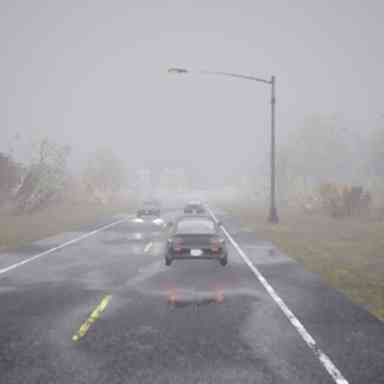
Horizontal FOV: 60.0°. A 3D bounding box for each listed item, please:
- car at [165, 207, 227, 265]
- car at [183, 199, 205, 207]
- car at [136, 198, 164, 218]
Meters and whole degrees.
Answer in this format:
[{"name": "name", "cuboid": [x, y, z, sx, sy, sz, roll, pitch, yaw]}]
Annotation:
[{"name": "car", "cuboid": [0.108, 1.455, 11.308, 1.812, 1.442, 4.674, 0, 0, 0]}, {"name": "car", "cuboid": [0.202, 1.343, 29.473, 1.812, 1.442, 4.674, 0, 1, 0]}, {"name": "car", "cuboid": [-3.493, 1.330, 28.303, 1.837, 1.490, 4.892, 0, 0, 0]}]
